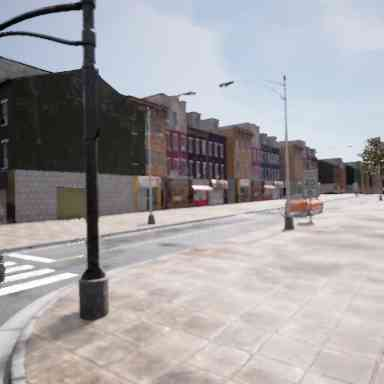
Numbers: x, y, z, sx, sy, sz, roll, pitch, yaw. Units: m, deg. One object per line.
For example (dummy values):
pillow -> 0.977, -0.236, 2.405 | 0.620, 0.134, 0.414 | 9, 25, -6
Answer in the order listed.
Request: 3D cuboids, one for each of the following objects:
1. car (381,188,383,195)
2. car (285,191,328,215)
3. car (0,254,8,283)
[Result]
car -> 44.801, -0.127, 76.629 | 1.837, 1.490, 4.892 | -2, 0, 36
car -> 9.325, 0.902, 27.434 | 2.097, 1.767, 4.553 | -2, 0, 36
car -> -6.015, 1.557, 6.140 | 1.812, 1.442, 4.674 | -1, 0, 36
